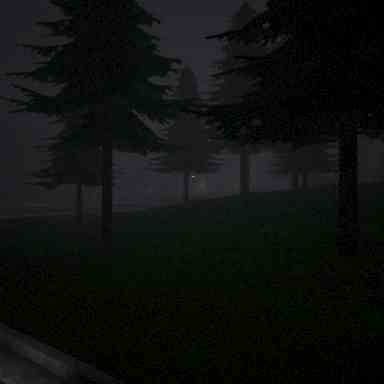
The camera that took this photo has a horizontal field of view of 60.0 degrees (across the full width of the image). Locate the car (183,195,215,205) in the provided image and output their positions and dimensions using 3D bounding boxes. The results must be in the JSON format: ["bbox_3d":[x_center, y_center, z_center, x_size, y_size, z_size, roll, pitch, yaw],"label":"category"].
[{"bbox_3d":[1.205,1.367,56.790,2.128,1.511,4.902,0,0,36],"label":"car"}]

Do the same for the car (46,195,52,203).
[{"bbox_3d":[-21.610,1.281,56.646,1.882,1.535,5.008,0,0,35],"label":"car"}]

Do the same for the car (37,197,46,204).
[{"bbox_3d":[-24.736,1.316,58.250,1.812,1.442,4.674,0,0,36],"label":"car"}]

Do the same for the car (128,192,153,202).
[{"bbox_3d":[-10.047,1.168,66.965,2.097,1.767,4.553,0,0,35],"label":"car"}]

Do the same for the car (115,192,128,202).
[{"bbox_3d":[-12.710,1.020,69.248,2.150,2.045,5.566,0,0,35],"label":"car"}]

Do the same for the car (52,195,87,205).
[{"bbox_3d":[-19.487,1.418,53.621,1.895,1.301,4.718,0,0,35],"label":"car"}]

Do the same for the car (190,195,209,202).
[{"bbox_3d":[1.563,1.352,69.577,1.994,1.385,4.181,0,0,35],"label":"car"}]

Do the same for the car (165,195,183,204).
[{"bbox_3d":[-1.909,1.339,58.452,1.882,1.535,5.008,0,0,35],"label":"car"}]

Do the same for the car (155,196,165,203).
[{"bbox_3d":[-4.472,1.448,60.887,1.895,1.301,4.718,0,0,36],"label":"car"}]

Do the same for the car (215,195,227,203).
[{"bbox_3d":[4.443,1.337,67.589,1.882,1.535,5.008,0,0,35],"label":"car"}]

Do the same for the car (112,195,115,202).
[{"bbox_3d":[-15.808,1.261,70.928,1.882,1.535,5.008,0,0,35],"label":"car"}]
